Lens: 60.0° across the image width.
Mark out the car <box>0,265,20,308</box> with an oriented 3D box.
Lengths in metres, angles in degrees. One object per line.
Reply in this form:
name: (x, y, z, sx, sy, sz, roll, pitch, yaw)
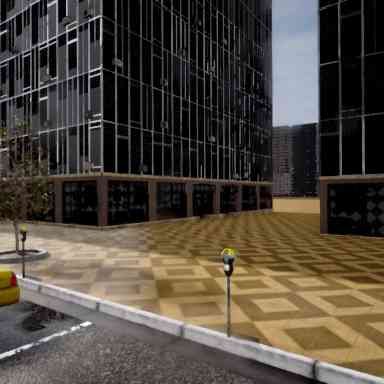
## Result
car: (-5.317, 1.528, 6.651, 4.829, 1.417, 1.752, 0, 0, 35)
